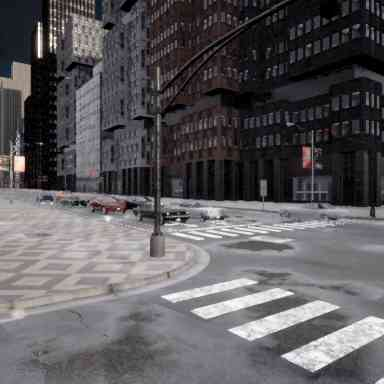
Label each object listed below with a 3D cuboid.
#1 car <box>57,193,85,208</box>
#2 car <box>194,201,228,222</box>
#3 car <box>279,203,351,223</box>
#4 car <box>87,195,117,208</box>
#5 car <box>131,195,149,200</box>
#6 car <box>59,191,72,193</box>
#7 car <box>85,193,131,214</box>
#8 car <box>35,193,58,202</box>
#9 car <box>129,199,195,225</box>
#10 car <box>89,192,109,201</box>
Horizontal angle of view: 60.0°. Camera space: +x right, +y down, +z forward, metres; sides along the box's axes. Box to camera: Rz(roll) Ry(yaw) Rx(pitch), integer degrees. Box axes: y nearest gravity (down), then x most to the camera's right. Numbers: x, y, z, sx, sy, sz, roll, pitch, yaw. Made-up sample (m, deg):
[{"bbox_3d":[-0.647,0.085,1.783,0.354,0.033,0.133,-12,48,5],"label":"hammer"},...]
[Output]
[{"bbox_3d":[-13.477,1.077,37.980,1.895,1.301,4.718,0,1,-36],"label":"car"},{"bbox_3d":[0.485,1.350,24.113,1.895,1.301,4.718,0,1,-36],"label":"car"},{"bbox_3d":[8.697,1.409,24.024,1.895,1.301,4.718,0,1,-42],"label":"car"},{"bbox_3d":[-10.885,1.072,39.940,1.895,1.301,4.718,0,1,-36],"label":"car"},{"bbox_3d":[-4.996,1.094,31.741,1.882,1.535,5.008,0,1,-36],"label":"car"},{"bbox_3d":[-19.913,0.586,52.647,2.097,1.767,4.553,0,1,-35],"label":"car"},{"bbox_3d":[-7.592,1.100,29.781,1.882,1.535,5.008,0,1,-36],"label":"car"},{"bbox_3d":[-22.659,0.785,50.905,2.033,1.411,5.357,0,1,-36],"label":"car"},{"bbox_3d":[-2.113,1.355,22.158,1.895,1.301,4.718,0,1,-36],"label":"car"},{"bbox_3d":[-16.697,0.772,59.491,1.895,1.301,4.718,0,1,-36],"label":"car"}]
